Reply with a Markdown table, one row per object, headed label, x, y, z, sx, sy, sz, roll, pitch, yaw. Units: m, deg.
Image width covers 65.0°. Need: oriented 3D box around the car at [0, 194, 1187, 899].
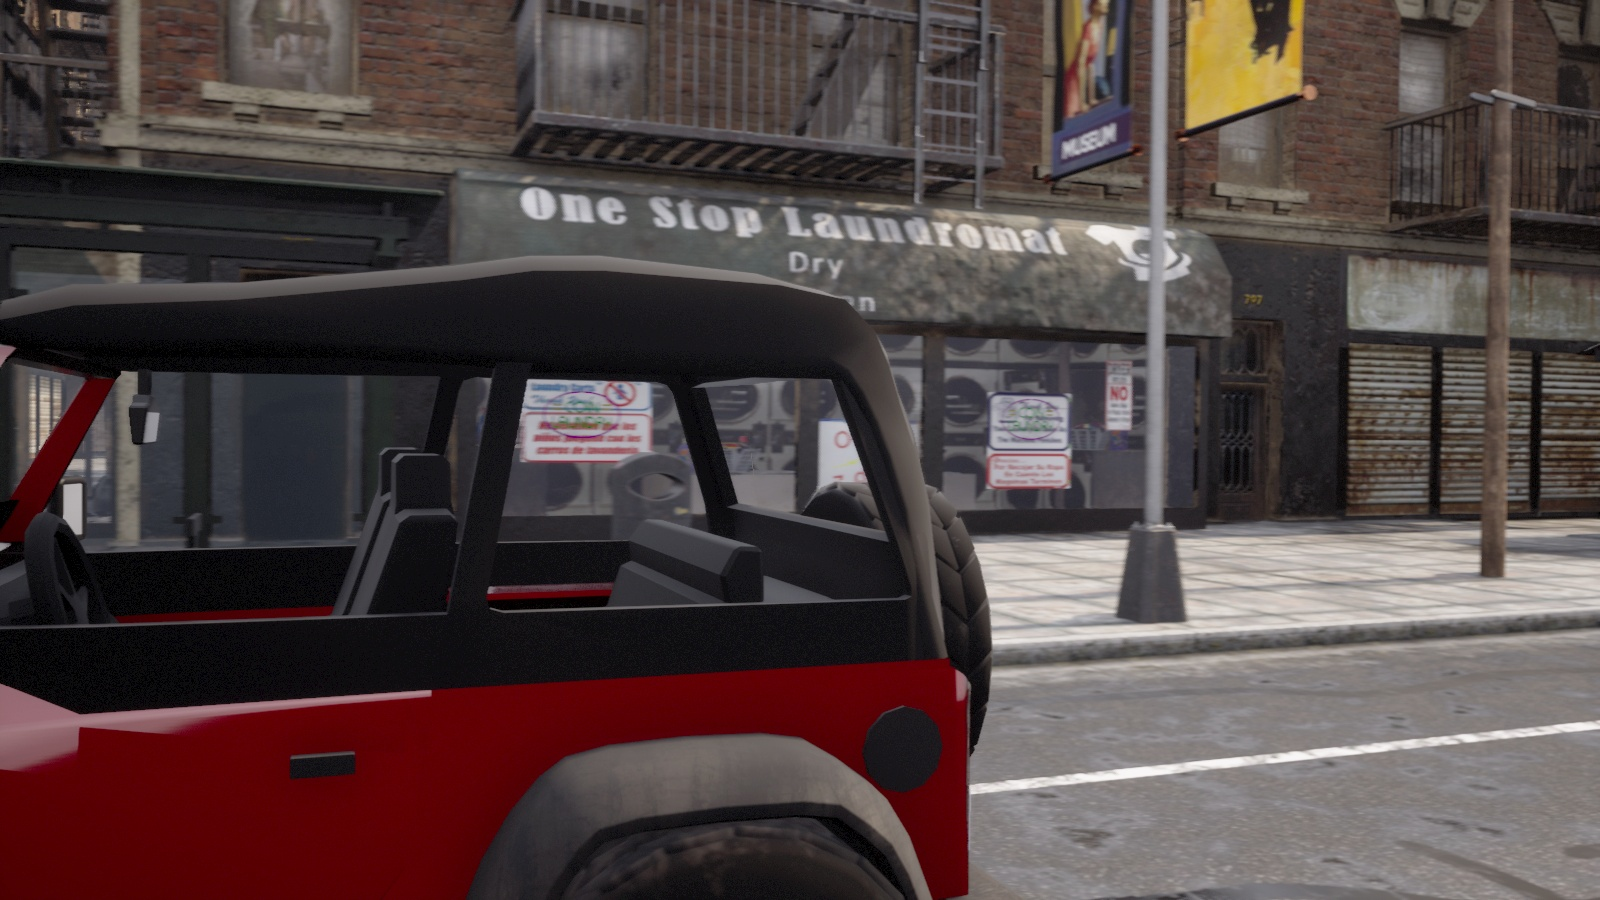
| label | x | y | z | sx | sy | sz | roll | pitch | yaw |
| --- | --- | --- | --- | --- | --- | --- | --- | --- | --- |
| car | -1.373 | 0.565 | 2.715 | 3.866 | 1.878 | 1.905 | -1 | 1 | -21 |
